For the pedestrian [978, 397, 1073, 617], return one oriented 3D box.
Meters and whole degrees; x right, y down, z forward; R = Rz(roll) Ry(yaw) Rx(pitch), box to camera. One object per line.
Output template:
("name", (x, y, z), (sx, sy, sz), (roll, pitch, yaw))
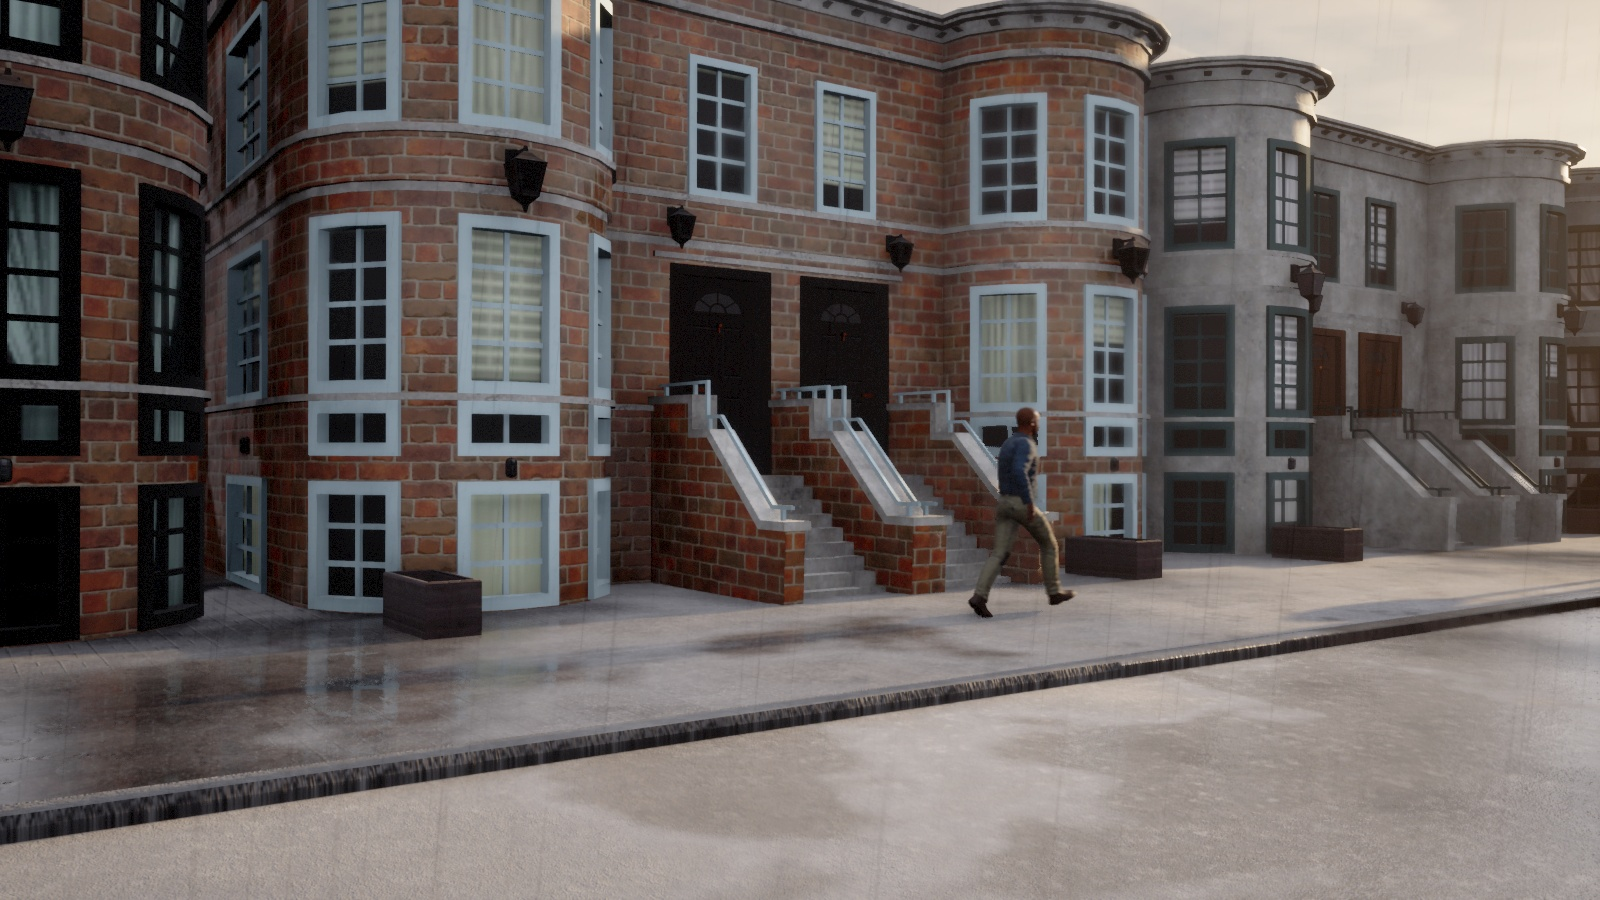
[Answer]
("pedestrian", (1.939, 0.477, 10.793), (0.726, 1.835, 0.370), (0, 0, -27))
